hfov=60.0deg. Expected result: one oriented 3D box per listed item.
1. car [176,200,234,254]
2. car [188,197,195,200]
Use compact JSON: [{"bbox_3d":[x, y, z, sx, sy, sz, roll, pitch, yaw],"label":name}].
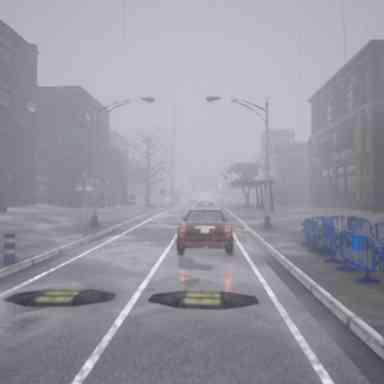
[{"bbox_3d":[0.555,1.405,13.990,2.097,1.767,4.553,0,0,3],"label":"car"},{"bbox_3d":[-0.038,1.792,70.974,1.812,1.442,4.674,0,0,2],"label":"car"}]
